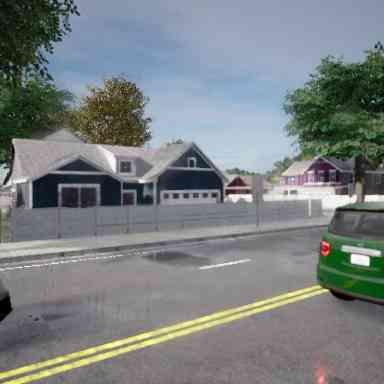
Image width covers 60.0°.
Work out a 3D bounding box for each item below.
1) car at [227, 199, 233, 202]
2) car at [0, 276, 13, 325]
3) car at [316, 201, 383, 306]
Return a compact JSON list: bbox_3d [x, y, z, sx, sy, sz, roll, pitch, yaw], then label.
[{"bbox_3d":[6.315,1.624,46.591,1.994,1.385,4.181,-1,0,-31],"label":"car"},{"bbox_3d":[-4.992,1.602,4.118,4.718,1.301,1.895,0,0,-35],"label":"car"},{"bbox_3d":[4.978,1.204,7.032,5.566,2.045,2.150,0,0,-35],"label":"car"}]
